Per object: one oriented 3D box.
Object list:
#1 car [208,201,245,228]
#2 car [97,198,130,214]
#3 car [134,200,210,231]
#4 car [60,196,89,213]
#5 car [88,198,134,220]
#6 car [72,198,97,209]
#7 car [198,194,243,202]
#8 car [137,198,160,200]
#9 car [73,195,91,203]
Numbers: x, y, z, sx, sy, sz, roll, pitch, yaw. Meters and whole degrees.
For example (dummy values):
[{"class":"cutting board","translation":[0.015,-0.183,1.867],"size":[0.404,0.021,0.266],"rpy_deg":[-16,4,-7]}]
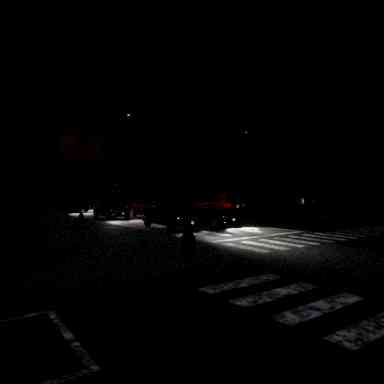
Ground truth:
[{"class":"car","translation":[1.446,1.538,22.303],"size":[1.994,1.385,4.181],"rpy_deg":[0,0,-36]},{"class":"car","translation":[-8.669,1.473,36.404],"size":[1.812,1.442,4.674],"rpy_deg":[0,0,-36]},{"class":"car","translation":[-1.407,1.469,20.706],"size":[2.128,1.511,4.902],"rpy_deg":[0,0,-36]},{"class":"car","translation":[-13.118,1.495,37.009],"size":[2.033,1.411,5.357],"rpy_deg":[0,0,-36]},{"class":"car","translation":[-6.898,1.468,28.352],"size":[1.837,1.490,4.892],"rpy_deg":[0,0,-36]},{"class":"car","translation":[-14.430,1.534,44.475],"size":[1.895,1.301,4.718],"rpy_deg":[0,0,-35]},{"class":"car","translation":[1.927,1.185,27.548],"size":[2.150,2.045,5.566],"rpy_deg":[0,0,-36]},{"class":"car","translation":[-3.540,1.313,29.248],"size":[2.097,1.767,4.553],"rpy_deg":[0,0,-36]},{"class":"car","translation":[-21.989,1.367,66.417],"size":[1.882,1.535,5.008],"rpy_deg":[0,0,-36]}]
